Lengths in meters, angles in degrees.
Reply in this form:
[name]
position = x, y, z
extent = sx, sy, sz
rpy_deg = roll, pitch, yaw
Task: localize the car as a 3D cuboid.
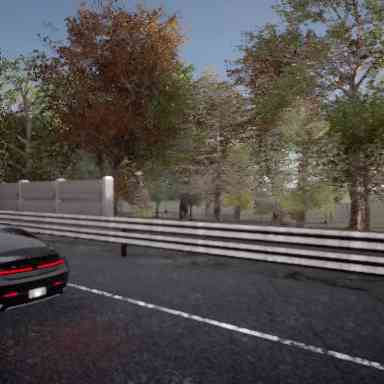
[car]
position = -4.663, 1.511, 7.203
extent = 4.892, 1.490, 1.837
rpy_deg = 0, 0, 35
